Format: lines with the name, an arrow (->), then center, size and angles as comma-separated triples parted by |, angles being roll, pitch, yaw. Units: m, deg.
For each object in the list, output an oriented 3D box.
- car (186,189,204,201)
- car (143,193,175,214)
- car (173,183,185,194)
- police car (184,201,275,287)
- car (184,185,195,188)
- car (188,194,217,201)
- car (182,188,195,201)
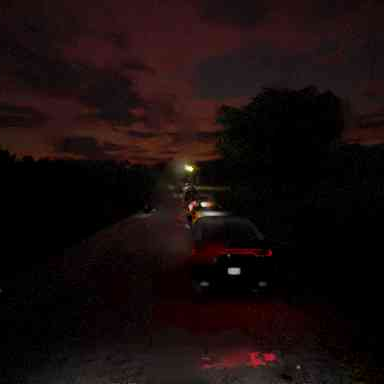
car -> 0.800, 0.886, 24.891 | 2.097, 1.767, 4.553 | 0, 1, 0
car -> -2.877, 1.001, 28.316 | 2.033, 1.411, 5.357 | 0, 1, 0
car -> -2.815, -0.495, 69.351 | 2.128, 1.511, 4.902 | 0, 3, 0
police car -> 0.816, 1.283, 9.033 | 1.930, 1.638, 5.238 | 0, 1, 0
car -> -0.062, -0.282, 65.722 | 2.033, 1.411, 5.357 | 0, 3, 0
car -> 0.807, 1.118, 19.112 | 1.801, 1.575, 5.366 | 0, 1, 0
car -> -0.003, 0.544, 46.579 | 1.895, 1.301, 4.718 | 0, 2, 1
